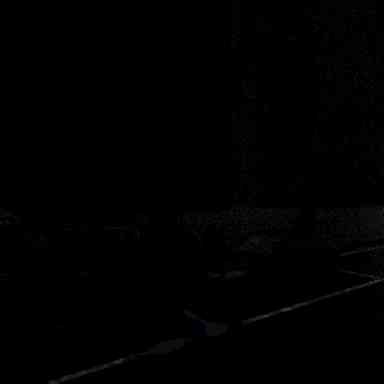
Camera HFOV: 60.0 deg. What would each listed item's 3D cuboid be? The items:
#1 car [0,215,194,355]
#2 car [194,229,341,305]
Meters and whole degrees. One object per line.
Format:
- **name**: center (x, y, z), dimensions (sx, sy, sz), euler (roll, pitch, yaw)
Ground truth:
- **car**: center (-2.685, 1.316, 4.733), dimensions (5.009, 1.841, 2.192), euler (0, 0, -36)
- **car**: center (1.937, 1.592, 8.030), dimensions (4.206, 1.307, 1.802), euler (0, 0, -36)
